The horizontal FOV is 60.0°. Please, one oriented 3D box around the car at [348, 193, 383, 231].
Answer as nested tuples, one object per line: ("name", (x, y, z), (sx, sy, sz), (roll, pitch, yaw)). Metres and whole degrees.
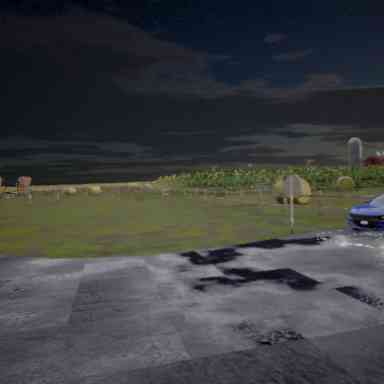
("car", (8.334, 0.714, 13.451), (5.008, 1.535, 1.882), (-3, 2, -33))
